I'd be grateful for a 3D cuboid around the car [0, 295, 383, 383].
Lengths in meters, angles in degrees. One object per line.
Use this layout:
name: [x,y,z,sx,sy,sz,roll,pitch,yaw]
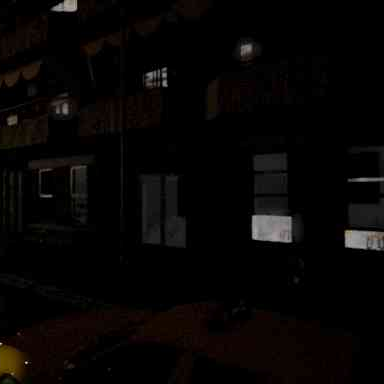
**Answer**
car: [0.074,1.524,2.672,4.829,1.417,1.752,0,0,35]
